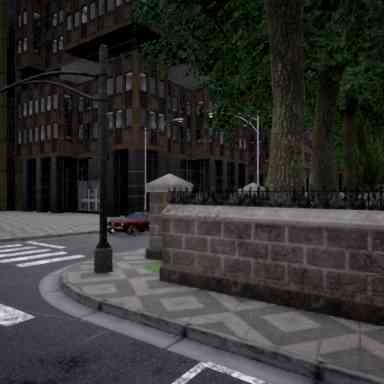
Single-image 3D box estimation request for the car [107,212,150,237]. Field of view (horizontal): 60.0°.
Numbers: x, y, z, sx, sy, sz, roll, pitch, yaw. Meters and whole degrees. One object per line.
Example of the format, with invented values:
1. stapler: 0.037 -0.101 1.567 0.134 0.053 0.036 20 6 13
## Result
1. car: -3.233 1.932 20.728 1.895 1.301 4.718 0 -1 35
